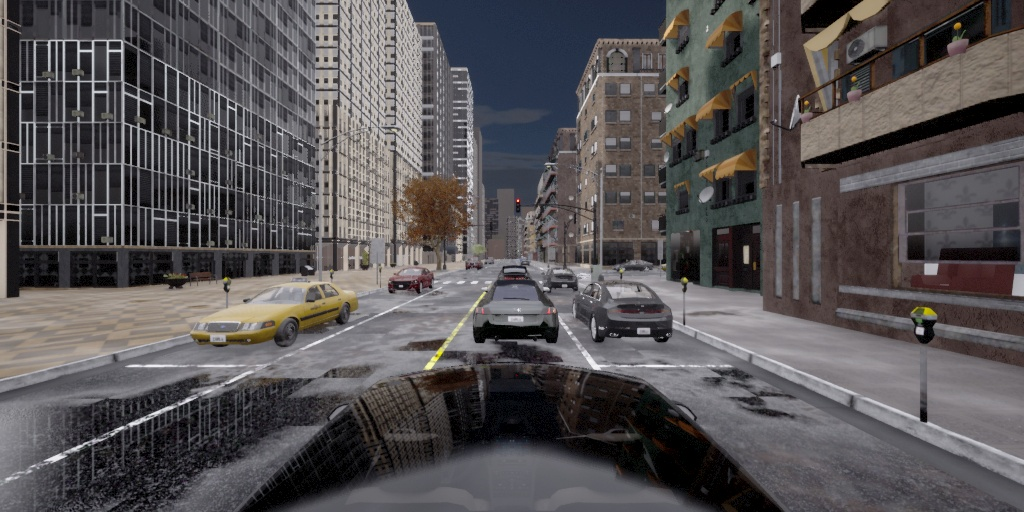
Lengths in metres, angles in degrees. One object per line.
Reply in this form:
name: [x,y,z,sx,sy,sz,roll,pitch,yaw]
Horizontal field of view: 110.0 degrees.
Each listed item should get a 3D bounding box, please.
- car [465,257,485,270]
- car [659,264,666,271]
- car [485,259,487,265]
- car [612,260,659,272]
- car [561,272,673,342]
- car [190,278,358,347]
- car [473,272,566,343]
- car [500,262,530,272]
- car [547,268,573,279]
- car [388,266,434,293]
car: [-5.659,1.098,52.969,2.192,1.841,5.009,0,0,0]
car: [18.857,1.006,40.037,4.829,1.417,1.751,0,0,-1]
car: [-5.655,1.356,58.492,1.948,1.339,4.313,0,0,0]
car: [13.459,1.108,39.985,4.403,1.370,2.007,0,0,-1]
car: [2.694,1.301,9.510,2.007,1.370,4.403,0,0,0]
car: [-5.686,1.276,9.346,1.751,1.417,4.829,0,0,0]
car: [0.092,1.315,9.659,1.994,1.385,4.181,0,0,0]
car: [0.116,1.259,19.708,1.837,1.490,4.892,0,0,-1]
car: [2.701,1.305,20.576,2.007,1.370,4.403,0,0,0]
car: [-5.679,1.299,20.582,1.888,1.381,4.507,0,0,0]
